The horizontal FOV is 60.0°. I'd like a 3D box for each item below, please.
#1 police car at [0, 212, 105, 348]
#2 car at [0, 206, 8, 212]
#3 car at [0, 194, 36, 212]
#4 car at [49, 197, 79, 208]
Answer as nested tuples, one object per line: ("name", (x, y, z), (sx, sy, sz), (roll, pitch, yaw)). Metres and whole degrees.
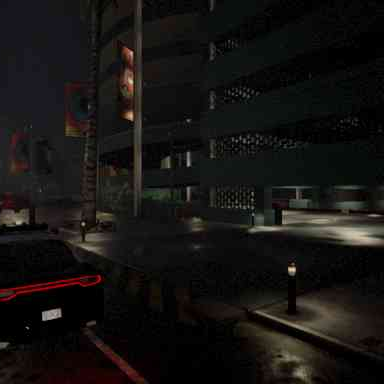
("police car", (-3.444, 1.425, 6.470), (1.930, 1.638, 5.238), (0, 0, -38))
("car", (-9.487, 1.478, 14.300), (1.882, 1.535, 5.008), (0, 0, -38))
("car", (-19.308, 1.221, 36.503), (2.150, 2.045, 5.566), (0, 0, 0))
("car", (-18.040, 1.478, 47.072), (1.882, 1.535, 5.008), (0, 0, 17))
